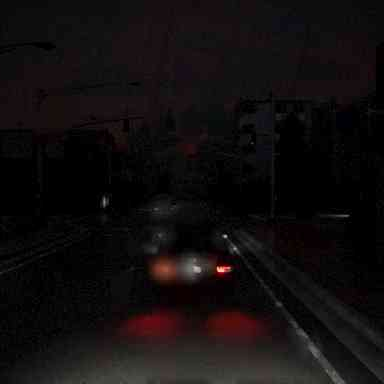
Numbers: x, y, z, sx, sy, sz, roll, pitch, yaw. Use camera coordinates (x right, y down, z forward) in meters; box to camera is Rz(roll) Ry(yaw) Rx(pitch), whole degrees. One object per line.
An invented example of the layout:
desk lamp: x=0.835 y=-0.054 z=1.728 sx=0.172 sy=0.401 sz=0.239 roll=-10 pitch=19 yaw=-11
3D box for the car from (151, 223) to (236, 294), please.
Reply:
car: x=0.039 y=1.547 z=8.939 sx=2.033 sy=1.411 sz=5.357 roll=0 pitch=0 yaw=0

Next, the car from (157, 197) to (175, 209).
car: x=-3.708 y=1.526 z=46.051 sx=1.812 sy=1.442 sz=4.674 roll=0 pitch=0 yaw=0
